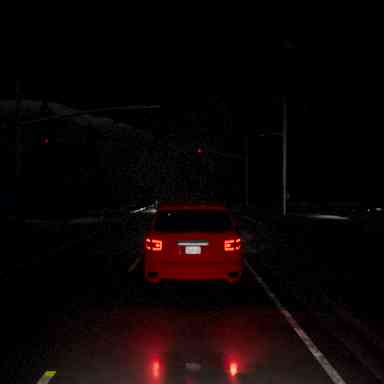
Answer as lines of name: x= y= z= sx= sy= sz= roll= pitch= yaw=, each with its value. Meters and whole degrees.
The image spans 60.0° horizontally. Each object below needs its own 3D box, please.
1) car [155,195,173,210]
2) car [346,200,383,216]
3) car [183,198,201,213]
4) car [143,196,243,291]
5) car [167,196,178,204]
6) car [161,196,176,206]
car: x=-3.694 y=1.351 z=44.524 sx=2.097 sy=1.767 sz=4.553 roll=0 pitch=0 yaw=0
car: x=16.483 y=1.519 z=29.941 sx=4.892 sy=1.490 sz=1.837 roll=0 pitch=0 yaw=-2
car: x=0.015 y=1.504 z=37.535 sx=1.837 sy=1.490 sz=4.892 roll=1 pitch=0 yaw=2
car: x=0.038 y=1.221 z=9.128 sx=2.150 sy=2.045 sz=5.566 roll=0 pitch=0 yaw=0
car: x=-3.699 y=1.562 z=63.905 sx=1.994 sy=1.385 sz=4.181 roll=0 pitch=0 yaw=0
car: x=-3.712 y=1.490 z=54.019 sx=2.128 sy=1.511 sz=4.902 roll=0 pitch=0 yaw=0
